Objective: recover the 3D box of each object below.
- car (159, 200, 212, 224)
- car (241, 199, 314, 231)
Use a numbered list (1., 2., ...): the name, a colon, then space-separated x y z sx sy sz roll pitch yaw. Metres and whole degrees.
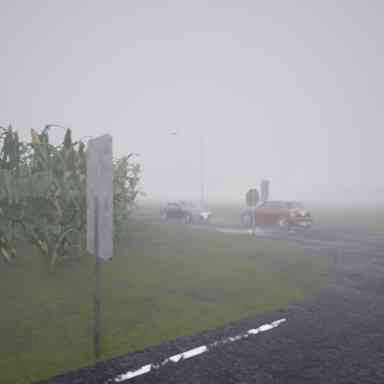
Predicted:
1. car: -0.537 1.381 24.182 2.128 1.511 4.902 0 0 -36
2. car: 5.141 1.269 20.626 2.097 1.767 4.553 0 0 -33
